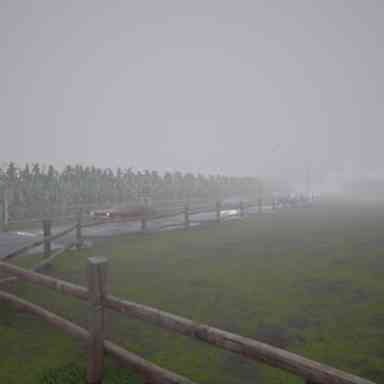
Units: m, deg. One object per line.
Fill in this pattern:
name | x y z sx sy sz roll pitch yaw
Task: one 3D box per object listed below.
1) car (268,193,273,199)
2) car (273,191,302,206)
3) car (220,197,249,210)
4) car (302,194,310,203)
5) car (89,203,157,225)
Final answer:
car | 12.987 0.642 50.624 1.812 1.442 4.674 0 1 29
car | 13.036 0.888 45.123 2.097 1.767 4.553 0 1 30
car | 4.778 1.203 36.944 1.994 1.385 4.181 0 1 32
car | 17.835 1.026 53.684 1.895 1.301 4.718 0 1 29
car | -4.535 1.421 22.461 1.895 1.301 4.718 0 1 34
